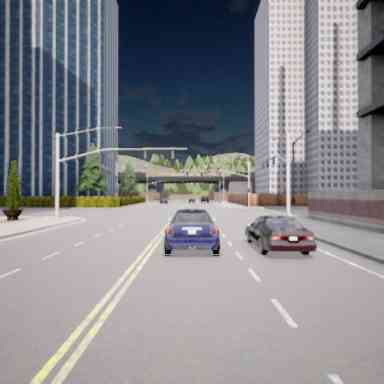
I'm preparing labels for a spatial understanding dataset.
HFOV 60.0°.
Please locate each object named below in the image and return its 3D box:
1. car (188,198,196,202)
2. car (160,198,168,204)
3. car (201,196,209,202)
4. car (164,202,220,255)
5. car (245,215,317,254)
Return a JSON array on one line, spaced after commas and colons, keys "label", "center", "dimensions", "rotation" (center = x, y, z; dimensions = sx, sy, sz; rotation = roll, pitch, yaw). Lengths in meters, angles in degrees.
[{"label": "car", "center": [0.003, 2.355, 90.317], "dimensions": [1.812, 1.442, 4.674], "rotation": [0, -1, 0]}, {"label": "car", "center": [-6.997, 2.284, 82.912], "dimensions": [1.837, 1.490, 4.892], "rotation": [0, -1, 0]}, {"label": "car", "center": [3.503, 2.056, 90.350], "dimensions": [2.150, 2.045, 5.566], "rotation": [0, -1, 0]}, {"label": "car", "center": [0.003, 1.484, 14.089], "dimensions": [2.097, 1.767, 4.553], "rotation": [0, -1, 0]}, {"label": "car", "center": [3.501, 1.681, 13.996], "dimensions": [2.033, 1.411, 5.357], "rotation": [0, -1, 0]}]
